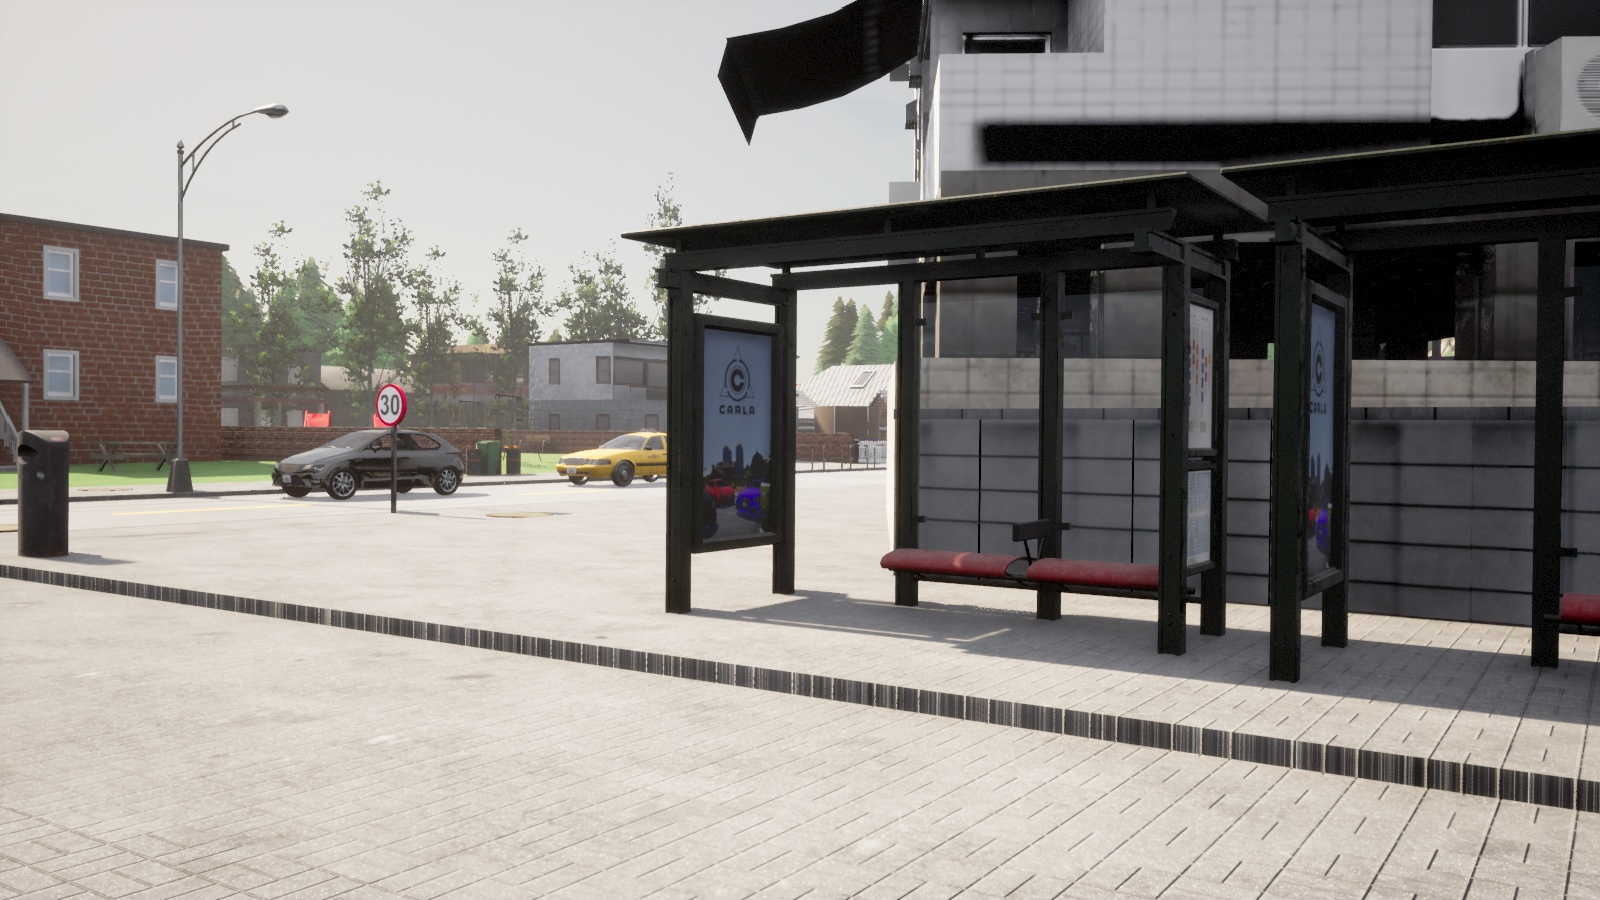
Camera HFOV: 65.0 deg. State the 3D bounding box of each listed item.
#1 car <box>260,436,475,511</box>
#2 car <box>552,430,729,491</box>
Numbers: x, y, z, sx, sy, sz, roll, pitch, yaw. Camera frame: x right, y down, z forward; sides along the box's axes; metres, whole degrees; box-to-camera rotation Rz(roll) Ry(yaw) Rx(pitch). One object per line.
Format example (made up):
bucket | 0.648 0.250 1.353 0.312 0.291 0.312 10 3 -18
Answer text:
car | -9.382 0.454 27.524 1.816 1.474 4.193 0 1 34
car | -4.336 0.230 35.138 1.801 1.575 5.366 0 1 34
